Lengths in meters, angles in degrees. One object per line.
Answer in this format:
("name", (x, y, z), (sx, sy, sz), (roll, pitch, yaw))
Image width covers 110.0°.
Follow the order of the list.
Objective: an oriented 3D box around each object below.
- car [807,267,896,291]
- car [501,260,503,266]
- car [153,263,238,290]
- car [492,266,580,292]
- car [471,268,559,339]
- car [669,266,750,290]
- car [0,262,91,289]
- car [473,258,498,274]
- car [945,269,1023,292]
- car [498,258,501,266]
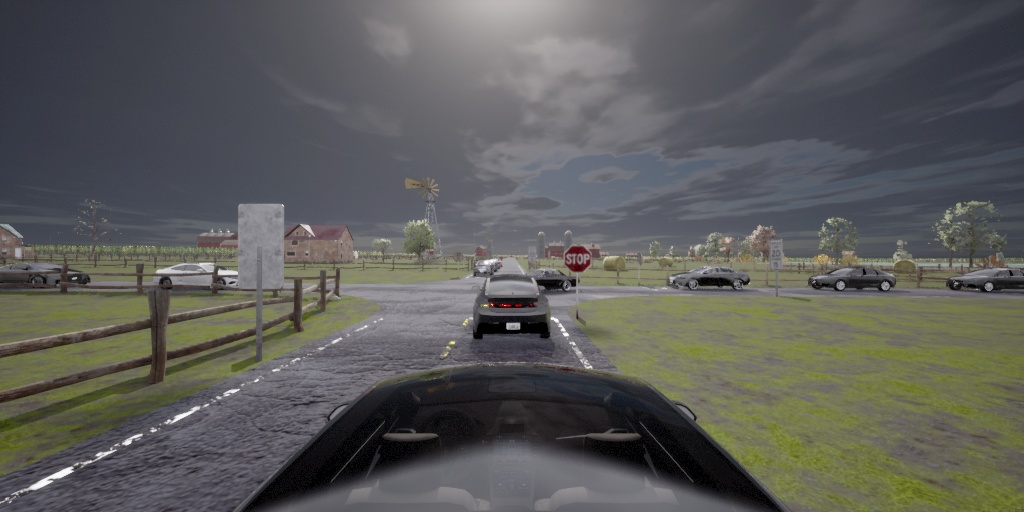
("car", (22.203, 1.499, 23.540), (4.892, 1.490, 1.837), (1, -1, -1))
("car", (-2.813, 1.240, 55.773), (2.128, 1.511, 4.902), (0, 0, 0))
("car", (-17.241, 1.103, 20.057), (4.674, 1.442, 1.812), (1, -1, -1))
("car", (1.502, 1.369, 20.144), (4.718, 1.301, 1.895), (1, 0, -35))
("car", (-0.073, 1.256, 10.098), (1.837, 1.490, 4.892), (0, 0, -2))
("car", (12.801, 1.397, 23.370), (4.902, 1.511, 2.128), (1, -1, -2))
("car", (-26.361, 1.048, 19.936), (4.181, 1.385, 1.994), (1, -1, -1))
("car", (-2.854, 1.243, 36.785), (2.128, 1.511, 4.902), (0, 0, 0))
("car", (31.706, 1.587, 23.660), (4.892, 1.490, 1.837), (1, -1, -1))
("car", (-2.845, 1.241, 46.231), (2.128, 1.511, 4.902), (0, 0, 0))
